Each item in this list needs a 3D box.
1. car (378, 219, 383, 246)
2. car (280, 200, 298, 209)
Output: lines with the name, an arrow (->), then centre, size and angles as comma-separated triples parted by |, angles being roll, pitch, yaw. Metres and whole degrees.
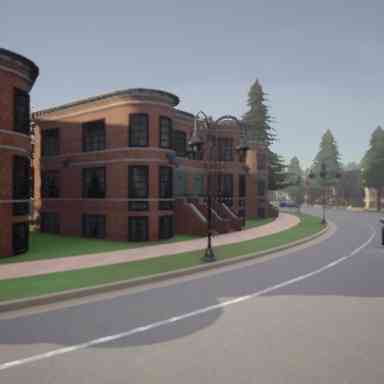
car -> 10.001, 1.662, 15.604 | 2.128, 1.511, 4.902 | 0, -1, 31
car -> 16.598, 2.083, 56.808 | 1.882, 1.535, 5.008 | 0, 0, -4
